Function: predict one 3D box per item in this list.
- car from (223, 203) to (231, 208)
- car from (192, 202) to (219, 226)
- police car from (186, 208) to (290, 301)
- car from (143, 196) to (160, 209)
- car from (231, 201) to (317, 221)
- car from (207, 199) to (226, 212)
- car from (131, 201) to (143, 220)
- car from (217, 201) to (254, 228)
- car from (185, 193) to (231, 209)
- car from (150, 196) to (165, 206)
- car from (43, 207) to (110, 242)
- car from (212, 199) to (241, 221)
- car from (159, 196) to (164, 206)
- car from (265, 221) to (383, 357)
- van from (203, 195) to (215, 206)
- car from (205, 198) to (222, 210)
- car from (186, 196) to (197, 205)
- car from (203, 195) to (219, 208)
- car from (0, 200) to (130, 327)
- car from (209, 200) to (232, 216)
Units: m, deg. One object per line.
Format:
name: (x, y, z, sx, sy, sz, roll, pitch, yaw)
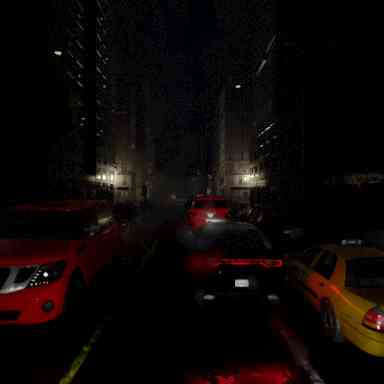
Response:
car: (2.839, 1.530, 17.266, 1.752, 1.417, 4.829, 0, 0, 0)
car: (0.873, 1.532, 24.427, 1.812, 1.442, 4.674, 0, 0, 0)
police car: (0.889, 1.428, 8.537, 1.930, 1.638, 5.238, 0, 0, 0)
car: (-5.716, 1.593, 44.697, 1.802, 1.307, 4.206, 0, 0, 0)
car: (2.845, 1.318, 11.572, 2.192, 1.841, 5.009, 0, 0, 0)
car: (2.816, 1.560, 39.190, 2.008, 1.369, 4.403, 0, 0, 0)
car: (-5.698, 1.573, 28.122, 1.947, 1.339, 4.313, 0, 0, 0)
car: (2.833, 1.446, 22.620, 1.967, 1.590, 4.097, 0, 0, 0)
car: (0.879, 1.227, 18.457, 2.150, 2.045, 5.566, 0, 0, 0)
car: (-5.727, 1.454, 55.747, 1.967, 1.590, 4.097, 0, 0, 0)
car: (-5.687, 1.549, 17.072, 1.887, 1.381, 4.507, 0, 0, 0)
car: (2.827, 1.447, 28.143, 1.967, 1.590, 4.097, 0, 0, 0)
car: (-5.722, 1.578, 50.222, 1.947, 1.339, 4.313, 0, 0, 0)
car: (2.851, 1.527, 6.219, 1.752, 1.417, 4.829, 0, 0, 0)
van: (2.799, 1.355, 55.761, 1.690, 1.788, 3.998, 0, 0, 0)
car: (2.810, 1.577, 44.714, 1.947, 1.339, 4.313, 0, 0, 0)
car: (-0.064, 1.540, 59.549, 1.812, 1.442, 4.674, 0, 0, 0)
car: (2.805, 1.327, 50.238, 2.192, 1.841, 5.009, 0, 0, 0)
car: (-3.022, 1.224, 7.359, 2.150, 2.045, 5.566, 0, 0, -1)
car: (2.822, 1.559, 33.667, 2.008, 1.369, 4.403, 0, 0, 0)
